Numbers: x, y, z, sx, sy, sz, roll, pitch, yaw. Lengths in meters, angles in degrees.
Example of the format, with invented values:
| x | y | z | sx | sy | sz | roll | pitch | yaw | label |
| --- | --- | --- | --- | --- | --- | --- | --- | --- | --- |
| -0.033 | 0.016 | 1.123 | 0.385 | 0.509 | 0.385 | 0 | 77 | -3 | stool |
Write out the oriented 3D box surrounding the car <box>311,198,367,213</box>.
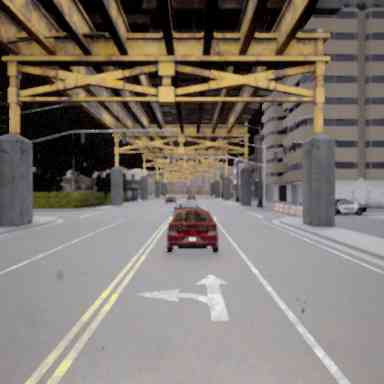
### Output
| x | y | z | sx | sy | sz | roll | pitch | yaw | label |
| --- | --- | --- | --- | --- | --- | --- | --- | --- | --- |
| 13.274 | 1.193 | 30.047 | 4.536 | 1.218 | 1.853 | 0 | 0 | -20 | car |

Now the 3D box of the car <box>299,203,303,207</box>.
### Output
| x | y | z | sx | sy | sz | roll | pitch | yaw | label |
| --- | --- | --- | --- | --- | --- | --- | --- | --- | --- |
| 13.594 | 1.178 | 34.166 | 4.536 | 1.218 | 1.853 | 0 | 0 | 25 | car |

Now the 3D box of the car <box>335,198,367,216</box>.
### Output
| x | y | z | sx | sy | sz | roll | pitch | yaw | label |
| --- | --- | --- | --- | --- | --- | --- | --- | --- | --- |
| 13.225 | 1.350 | 30.029 | 4.974 | 1.542 | 2.038 | 0 | 0 | -20 | car |

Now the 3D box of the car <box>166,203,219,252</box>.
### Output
| x | y | z | sx | sy | sz | roll | pitch | yaw | label |
| --- | --- | --- | --- | --- | --- | --- | --- | --- | --- |
| 0.035 | 1.436 | 13.616 | 1.882 | 1.535 | 5.008 | 0 | 0 | 0 | car |

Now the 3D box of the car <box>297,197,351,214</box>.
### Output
| x | y | z | sx | sy | sz | roll | pitch | yaw | label |
| --- | --- | --- | --- | --- | --- | --- | --- | --- | --- |
| 13.547 | 1.335 | 34.188 | 4.974 | 1.542 | 2.038 | 0 | 0 | 25 | car |

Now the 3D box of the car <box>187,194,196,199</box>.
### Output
| x | y | z | sx | sy | sz | roll | pitch | yaw | label |
| --- | --- | --- | --- | --- | --- | --- | --- | --- | --- |
| -0.087 | 1.098 | 72.021 | 2.033 | 1.411 | 5.357 | 0 | 0 | 0 | car |

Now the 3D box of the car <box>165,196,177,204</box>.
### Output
| x | y | z | sx | sy | sz | roll | pitch | yaw | label |
| --- | --- | --- | --- | --- | --- | --- | --- | --- | --- |
| -3.619 | 1.358 | 57.996 | 1.994 | 1.385 | 4.181 | 0 | 0 | 1 | car |

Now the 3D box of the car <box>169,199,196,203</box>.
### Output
| x | y | z | sx | sy | sz | roll | pitch | yaw | label |
| --- | --- | --- | --- | --- | --- | --- | --- | --- | --- |
| -0.453 | 1.509 | 27.173 | 1.895 | 1.301 | 4.718 | 0 | 0 | -10 | car |
